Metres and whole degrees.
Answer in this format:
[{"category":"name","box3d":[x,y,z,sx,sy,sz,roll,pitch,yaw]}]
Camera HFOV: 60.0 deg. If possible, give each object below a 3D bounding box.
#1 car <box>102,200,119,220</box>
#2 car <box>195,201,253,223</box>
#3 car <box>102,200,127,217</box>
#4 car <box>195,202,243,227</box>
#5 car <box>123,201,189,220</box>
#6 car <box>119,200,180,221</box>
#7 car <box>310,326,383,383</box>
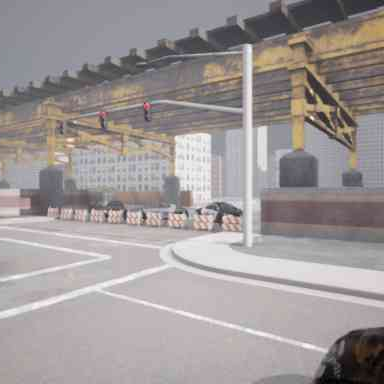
[{"category":"car","box3d":[-6.476,1.461,28.093,2.038,1.542,4.974,0,0,-11]},{"category":"car","box3d":[2.080,1.300,22.989,1.853,1.218,4.536,0,0,-26]},{"category":"car","box3d":[-6.486,1.304,28.144,1.853,1.218,4.536,0,0,-11]},{"category":"car","box3d":[2.103,1.457,22.942,2.038,1.542,4.974,0,0,-26]},{"category":"car","box3d":[-2.670,1.302,25.423,4.536,1.218,1.853,0,0,-1]},{"category":"car","box3d":[-2.722,1.460,25.422,4.974,1.542,2.038,0,0,-1]},{"category":"car","box3d":[2.839,1.563,1.944,4.181,1.385,1.994,0,0,36]}]
